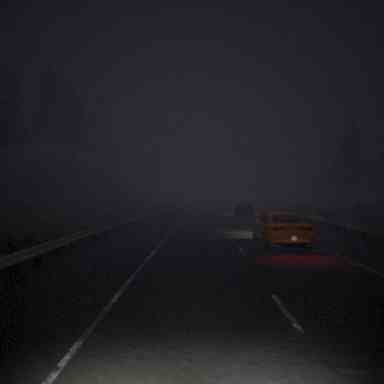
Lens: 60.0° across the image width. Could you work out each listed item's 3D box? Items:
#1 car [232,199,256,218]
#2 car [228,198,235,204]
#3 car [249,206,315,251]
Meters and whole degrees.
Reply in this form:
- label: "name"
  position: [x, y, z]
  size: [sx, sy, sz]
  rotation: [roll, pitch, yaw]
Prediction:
- label: "car"
  position: [5.418, 1.827, 34.867]
  size: [1.882, 1.535, 5.008]
  rotation: [0, -1, 6]
- label: "car"
  position: [10.926, 2.384, 90.687]
  size: [1.882, 1.535, 5.008]
  rotation: [0, -1, 15]
- label: "car"
  position: [3.967, 1.630, 15.040]
  size: [1.882, 1.535, 5.008]
  rotation: [0, -1, 2]
